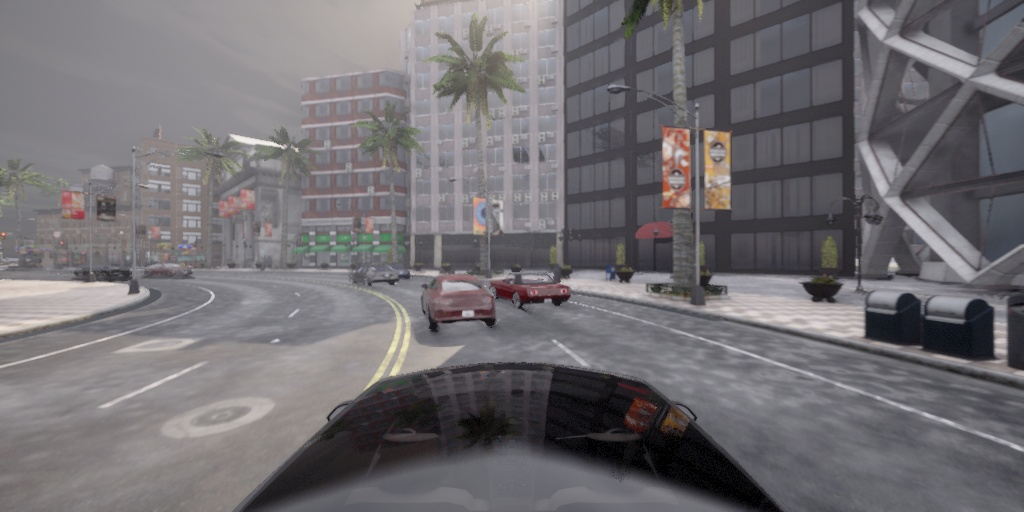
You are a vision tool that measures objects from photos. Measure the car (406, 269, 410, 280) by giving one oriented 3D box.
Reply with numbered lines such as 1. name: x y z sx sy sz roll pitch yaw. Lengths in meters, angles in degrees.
1. car: -10.562 1.348 30.891 4.181 1.385 1.994 0 0 44

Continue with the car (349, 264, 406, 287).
1. car: -9.749 1.330 25.153 2.033 1.411 5.357 0 0 -41

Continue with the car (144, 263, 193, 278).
1. car: -34.672 1.406 36.153 4.674 1.442 1.812 0 0 15

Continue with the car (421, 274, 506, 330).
1. car: -1.776 1.280 11.190 1.812 1.442 4.674 0 0 -17

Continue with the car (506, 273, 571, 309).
1. car: 0.529 1.345 15.149 1.895 1.301 4.718 0 0 -21

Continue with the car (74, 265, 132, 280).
1. car: -38.014 1.495 33.419 4.718 1.301 1.895 0 0 14
